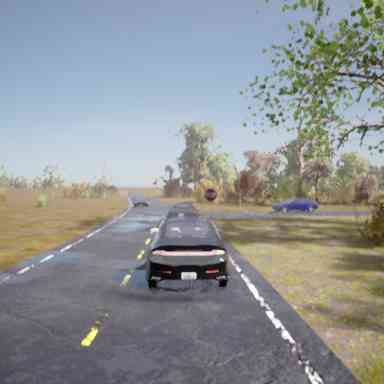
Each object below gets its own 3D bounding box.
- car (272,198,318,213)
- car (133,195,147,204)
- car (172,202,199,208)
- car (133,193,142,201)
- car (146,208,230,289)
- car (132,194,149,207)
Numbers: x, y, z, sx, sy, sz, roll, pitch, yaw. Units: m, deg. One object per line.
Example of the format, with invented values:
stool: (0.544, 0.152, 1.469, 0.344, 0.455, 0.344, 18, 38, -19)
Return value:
car: (10.478, 1.329, 33.799, 4.674, 1.442, 1.812, 0, 0, -10)
car: (-8.490, 1.192, 54.079, 1.994, 1.385, 4.181, 0, 0, -11)
car: (-0.520, 1.409, 23.211, 1.994, 1.385, 4.181, 0, 0, 4)
car: (-11.245, 1.053, 68.383, 1.812, 1.442, 4.674, 0, 0, -11)
car: (-0.139, 1.432, 9.027, 2.128, 1.511, 4.902, 0, 0, -2)
car: (-6.711, 1.248, 43.873, 2.033, 1.411, 5.357, 0, 0, -9)
